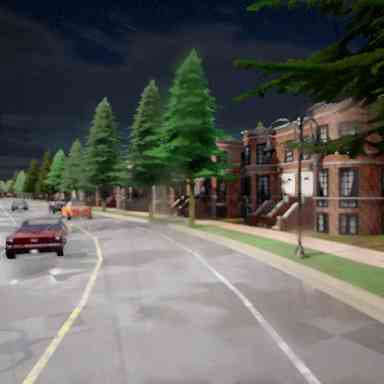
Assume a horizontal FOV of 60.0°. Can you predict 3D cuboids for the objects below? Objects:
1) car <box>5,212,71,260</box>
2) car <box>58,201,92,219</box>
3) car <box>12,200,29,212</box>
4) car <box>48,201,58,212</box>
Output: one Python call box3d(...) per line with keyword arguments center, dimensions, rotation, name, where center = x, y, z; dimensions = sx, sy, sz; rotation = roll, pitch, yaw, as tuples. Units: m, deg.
box3d(center=(-6.019, 1.713, 13.301), dimensions=(1.895, 1.301, 4.718), rotation=(0, 0, -19), name="car")
box3d(center=(-10.847, 1.609, 31.143), dimensions=(2.097, 1.767, 4.553), rotation=(0, -1, -30), name="car")
box3d(center=(-23.380, 1.871, 45.210), dimensions=(2.128, 1.511, 4.902), rotation=(0, -1, -31), name="car")
box3d(center=(-16.038, 1.838, 40.041), dimensions=(1.837, 1.490, 4.892), rotation=(0, 0, -31), name="car")
